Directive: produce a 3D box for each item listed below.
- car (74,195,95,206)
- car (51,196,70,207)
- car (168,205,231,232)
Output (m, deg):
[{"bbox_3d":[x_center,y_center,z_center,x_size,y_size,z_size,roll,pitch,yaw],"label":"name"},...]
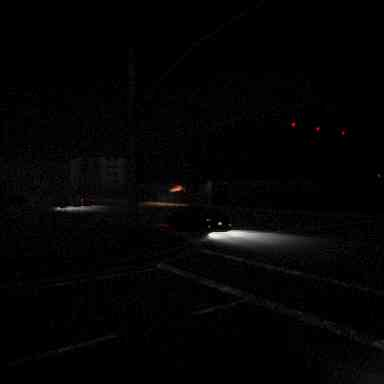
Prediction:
[{"bbox_3d":[-16.384,1.231,50.570,2.097,1.767,4.553,-1,0,-33],"label":"car"},{"bbox_3d":[-19.245,1.398,48.554,2.128,1.511,4.902,-1,0,-33],"label":"car"},{"bbox_3d":[0.354,1.490,19.480,1.994,1.385,4.181,-1,1,-35],"label":"car"}]
